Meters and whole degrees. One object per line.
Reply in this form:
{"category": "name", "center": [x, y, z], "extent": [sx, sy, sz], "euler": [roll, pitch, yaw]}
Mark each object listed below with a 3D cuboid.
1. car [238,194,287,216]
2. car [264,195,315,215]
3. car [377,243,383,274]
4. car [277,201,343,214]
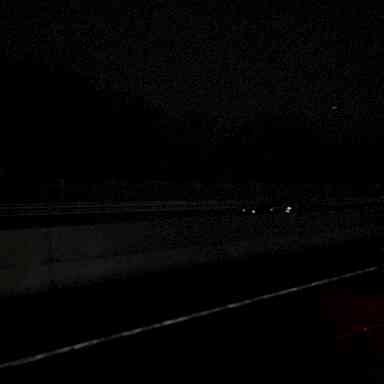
{"category": "car", "center": [6.707, 1.206, 29.953], "extent": [5.566, 2.045, 2.150], "euler": [0, 0, -34]}
{"category": "car", "center": [8.401, 1.339, 26.864], "extent": [4.553, 1.767, 2.097], "euler": [0, 0, -34]}
{"category": "car", "center": [6.572, 1.489, 8.348], "extent": [4.902, 1.511, 2.128], "euler": [0, 0, -35]}
{"category": "car", "center": [8.564, 1.537, 22.743], "extent": [5.357, 1.411, 2.033], "euler": [0, 0, -35]}
